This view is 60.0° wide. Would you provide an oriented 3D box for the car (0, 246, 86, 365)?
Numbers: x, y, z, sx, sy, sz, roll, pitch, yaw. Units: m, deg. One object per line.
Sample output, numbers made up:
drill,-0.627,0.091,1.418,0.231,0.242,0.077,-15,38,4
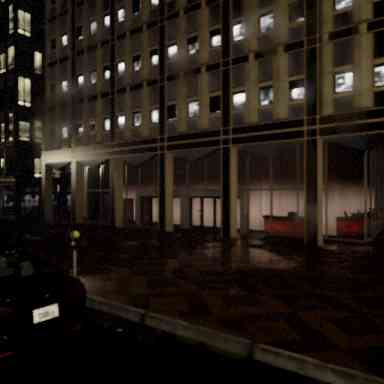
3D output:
car,-3.520,1.551,5.381,4.313,1.339,1.947,0,0,35
